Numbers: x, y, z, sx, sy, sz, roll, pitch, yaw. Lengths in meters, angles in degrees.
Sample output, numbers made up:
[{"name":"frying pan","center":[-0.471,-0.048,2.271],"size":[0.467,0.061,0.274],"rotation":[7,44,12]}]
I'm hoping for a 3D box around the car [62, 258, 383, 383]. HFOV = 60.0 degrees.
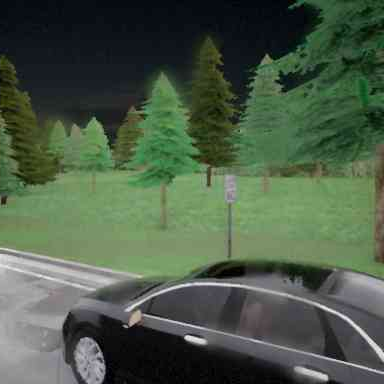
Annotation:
[{"name":"car","center":[0.579,1.505,3.581],"size":[4.892,1.490,1.837],"rotation":[0,0,36]}]
